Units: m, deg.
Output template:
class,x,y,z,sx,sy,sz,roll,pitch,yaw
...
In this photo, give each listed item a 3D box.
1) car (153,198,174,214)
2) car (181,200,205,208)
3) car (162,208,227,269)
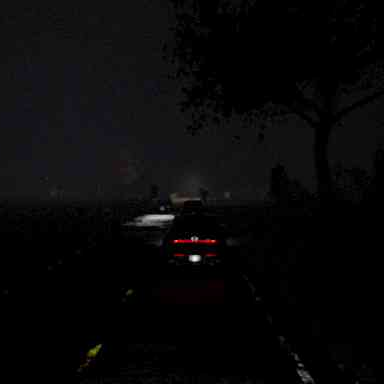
class,x,y,z,sx,sy,sz,roll,pitch,yaw
car,-2.847,1.377,34.390,2.128,1.511,4.902,0,0,0
car,0.078,1.383,27.417,1.882,1.535,5.008,0,0,0
car,0.079,1.461,10.966,1.837,1.490,4.892,0,0,0
